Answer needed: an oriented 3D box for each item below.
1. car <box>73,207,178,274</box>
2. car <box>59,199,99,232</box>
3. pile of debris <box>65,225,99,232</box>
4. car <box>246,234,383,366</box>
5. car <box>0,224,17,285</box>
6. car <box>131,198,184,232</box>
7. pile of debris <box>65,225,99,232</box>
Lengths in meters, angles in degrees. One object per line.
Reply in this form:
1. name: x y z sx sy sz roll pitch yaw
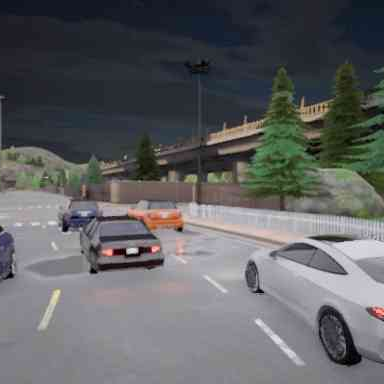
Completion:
1. car: -2.380 1.434 10.302 2.033 1.411 5.357 0 1 -22
2. car: -6.343 1.149 18.842 2.097 1.767 4.553 0 1 -25
3. pile of debris: -6.024 1.979 18.167 1.500 0.140 1.860 0 1 -27
4. car: 2.448 1.456 5.693 1.812 1.442 4.674 0 1 -11
5. car: -4.928 1.284 6.464 2.097 1.767 4.553 0 1 -18
6. car: -2.153 1.151 18.008 2.097 1.767 4.553 0 1 -24
7. pile of debris: -6.024 1.979 18.167 1.500 0.140 1.860 0 1 -27
